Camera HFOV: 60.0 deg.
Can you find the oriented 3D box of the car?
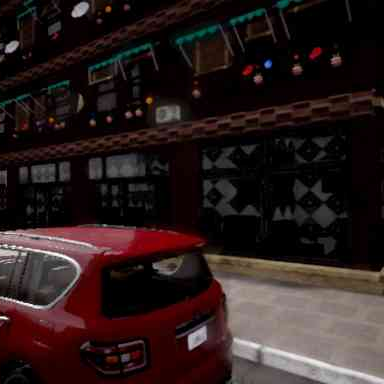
[{"bbox_3d":[-1.898,1.356,4.242,5.009,1.841,2.192,-1,-1,36],"label":"car"}]
